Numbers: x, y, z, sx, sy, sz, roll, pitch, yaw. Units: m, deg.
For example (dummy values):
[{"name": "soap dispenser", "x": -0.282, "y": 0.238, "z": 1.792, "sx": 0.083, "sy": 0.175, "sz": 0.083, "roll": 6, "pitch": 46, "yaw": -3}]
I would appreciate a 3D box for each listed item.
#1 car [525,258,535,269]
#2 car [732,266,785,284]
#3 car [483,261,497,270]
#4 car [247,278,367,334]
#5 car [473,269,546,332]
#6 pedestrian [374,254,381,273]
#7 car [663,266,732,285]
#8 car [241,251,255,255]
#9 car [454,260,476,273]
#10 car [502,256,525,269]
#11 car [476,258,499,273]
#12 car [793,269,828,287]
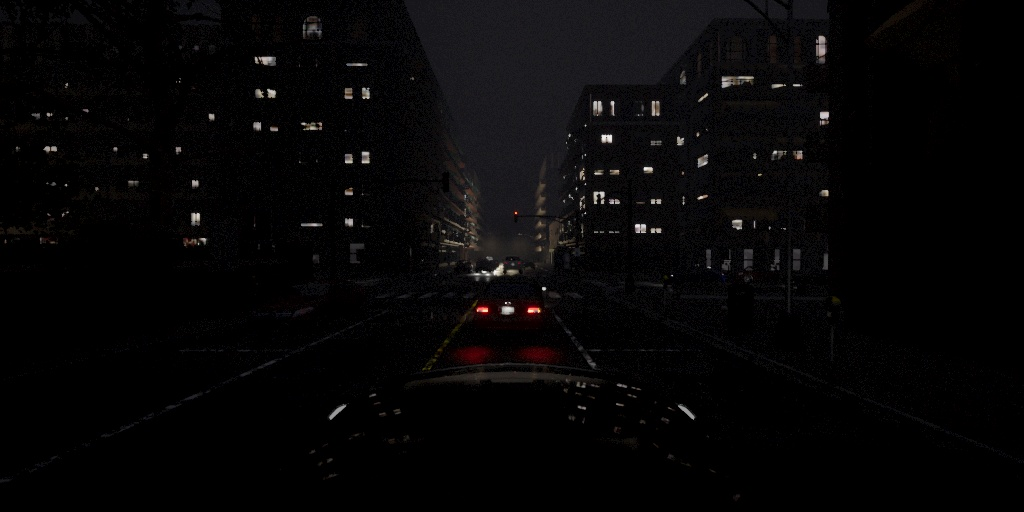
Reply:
[{"name": "car", "x": 2.536, "y": 1.299, "z": 54.320, "sx": 2.007, "sy": 1.370, "sz": 4.403, "roll": 0, "pitch": 0, "yaw": 0}, {"name": "car", "x": 21.293, "y": 1.571, "z": 31.541, "sx": 4.097, "sy": 1.591, "sz": 1.967, "roll": 0, "pitch": 0, "yaw": -1}, {"name": "car", "x": -3.231, "y": 1.349, "z": 53.251, "sx": 1.895, "sy": 1.301, "sz": 4.718, "roll": 0, "pitch": 0, "yaw": 0}, {"name": "car", "x": -5.713, "y": 1.331, "z": 10.613, "sx": 1.802, "sy": 1.307, "sz": 4.207, "roll": 0, "pitch": 0, "yaw": 0}, {"name": "car", "x": 0.052, "y": 1.297, "z": 10.826, "sx": 2.033, "sy": 1.411, "sz": 5.357, "roll": 0, "pitch": 0, "yaw": 3}, {"name": "pedestrian", "x": -12.807, "y": 0.652, "z": 33.995, "sx": 0.375, "sy": 1.860, "sz": 0.375, "roll": 0, "pitch": -1, "yaw": -1}, {"name": "car", "x": 14.598, "y": 1.552, "z": 28.877, "sx": 4.674, "sy": 1.442, "sz": 1.812, "roll": 1, "pitch": 0, "yaw": -1}, {"name": "car", "x": -17.606, "y": 0.694, "z": 25.187, "sx": 5.566, "sy": 2.045, "sz": 2.150, "roll": 1, "pitch": 0, "yaw": -1}, {"name": "car", "x": -5.810, "y": 1.188, "z": 43.023, "sx": 1.967, "sy": 1.591, "sz": 4.097, "roll": 0, "pitch": 0, "yaw": 0}, {"name": "car", "x": 0.041, "y": 0.972, "z": 42.953, "sx": 2.150, "sy": 2.045, "sz": 5.566, "roll": 0, "pitch": 0, "yaw": -1}, {"name": "car", "x": -3.191, "y": 1.296, "z": 43.301, "sx": 2.033, "sy": 1.411, "sz": 5.357, "roll": 0, "pitch": 0, "yaw": 4}, {"name": "car", "x": 24.905, "y": 1.810, "z": 29.033, "sx": 4.718, "sy": 1.301, "sz": 1.895, "roll": 1, "pitch": 0, "yaw": -1}]
